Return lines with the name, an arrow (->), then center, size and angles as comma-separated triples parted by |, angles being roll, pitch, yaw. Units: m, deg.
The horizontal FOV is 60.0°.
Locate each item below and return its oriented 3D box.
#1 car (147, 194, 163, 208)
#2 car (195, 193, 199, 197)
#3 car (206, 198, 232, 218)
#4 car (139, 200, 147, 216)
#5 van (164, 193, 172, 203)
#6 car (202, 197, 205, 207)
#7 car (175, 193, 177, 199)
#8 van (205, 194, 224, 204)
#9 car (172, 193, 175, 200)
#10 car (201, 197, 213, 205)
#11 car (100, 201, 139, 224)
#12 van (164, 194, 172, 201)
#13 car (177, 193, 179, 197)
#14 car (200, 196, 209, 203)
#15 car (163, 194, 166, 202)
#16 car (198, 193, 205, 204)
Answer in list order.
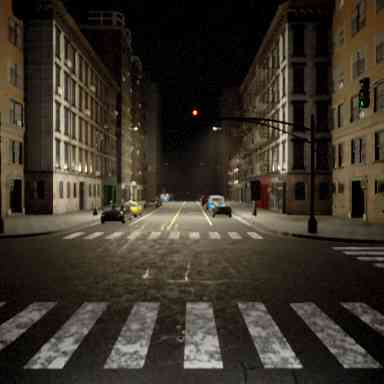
car -> -5.528, 1.396, 46.044 | 1.967, 1.590, 4.097 | 0, 0, 0
car -> 2.439, 1.465, 83.910 | 1.887, 1.381, 4.507 | 0, 0, 0
car -> 2.563, 1.522, 29.847 | 2.008, 1.369, 4.403 | 0, 0, 0
car -> -5.471, 1.496, 29.656 | 1.752, 1.417, 4.829 | 0, 0, 0
van -> -5.603, 1.277, 67.668 | 1.690, 1.788, 3.998 | 0, 0, 0
car -> 2.538, 1.543, 40.660 | 1.802, 1.307, 4.206 | 0, 0, 0
car -> -5.678, 1.466, 89.294 | 2.008, 1.369, 4.403 | 0, 0, 0
van -> 2.551, 1.307, 35.253 | 1.690, 1.788, 3.998 | 0, 0, 0
car -> -5.622, 1.246, 73.074 | 2.192, 1.841, 5.009 | 0, 0, 0
car -> 2.501, 1.511, 56.878 | 1.947, 1.339, 4.313 | 0, 0, 0
car -> -5.452, 1.527, 24.420 | 2.008, 1.369, 4.403 | 0, 0, 0
van -> -5.641, 1.267, 78.481 | 1.690, 1.788, 3.998 | 0, 0, 0
car -> -5.697, 1.225, 94.700 | 2.192, 1.841, 5.009 | 0, 0, 0
car -> 2.476, 1.461, 67.860 | 1.752, 1.417, 4.829 | 0, 0, 0
car -> -5.546, 1.476, 51.280 | 1.752, 1.417, 4.829 | 0, 0, 0
car -> 2.513, 1.265, 51.472 | 2.192, 1.841, 5.009 | 0, 0, 0
